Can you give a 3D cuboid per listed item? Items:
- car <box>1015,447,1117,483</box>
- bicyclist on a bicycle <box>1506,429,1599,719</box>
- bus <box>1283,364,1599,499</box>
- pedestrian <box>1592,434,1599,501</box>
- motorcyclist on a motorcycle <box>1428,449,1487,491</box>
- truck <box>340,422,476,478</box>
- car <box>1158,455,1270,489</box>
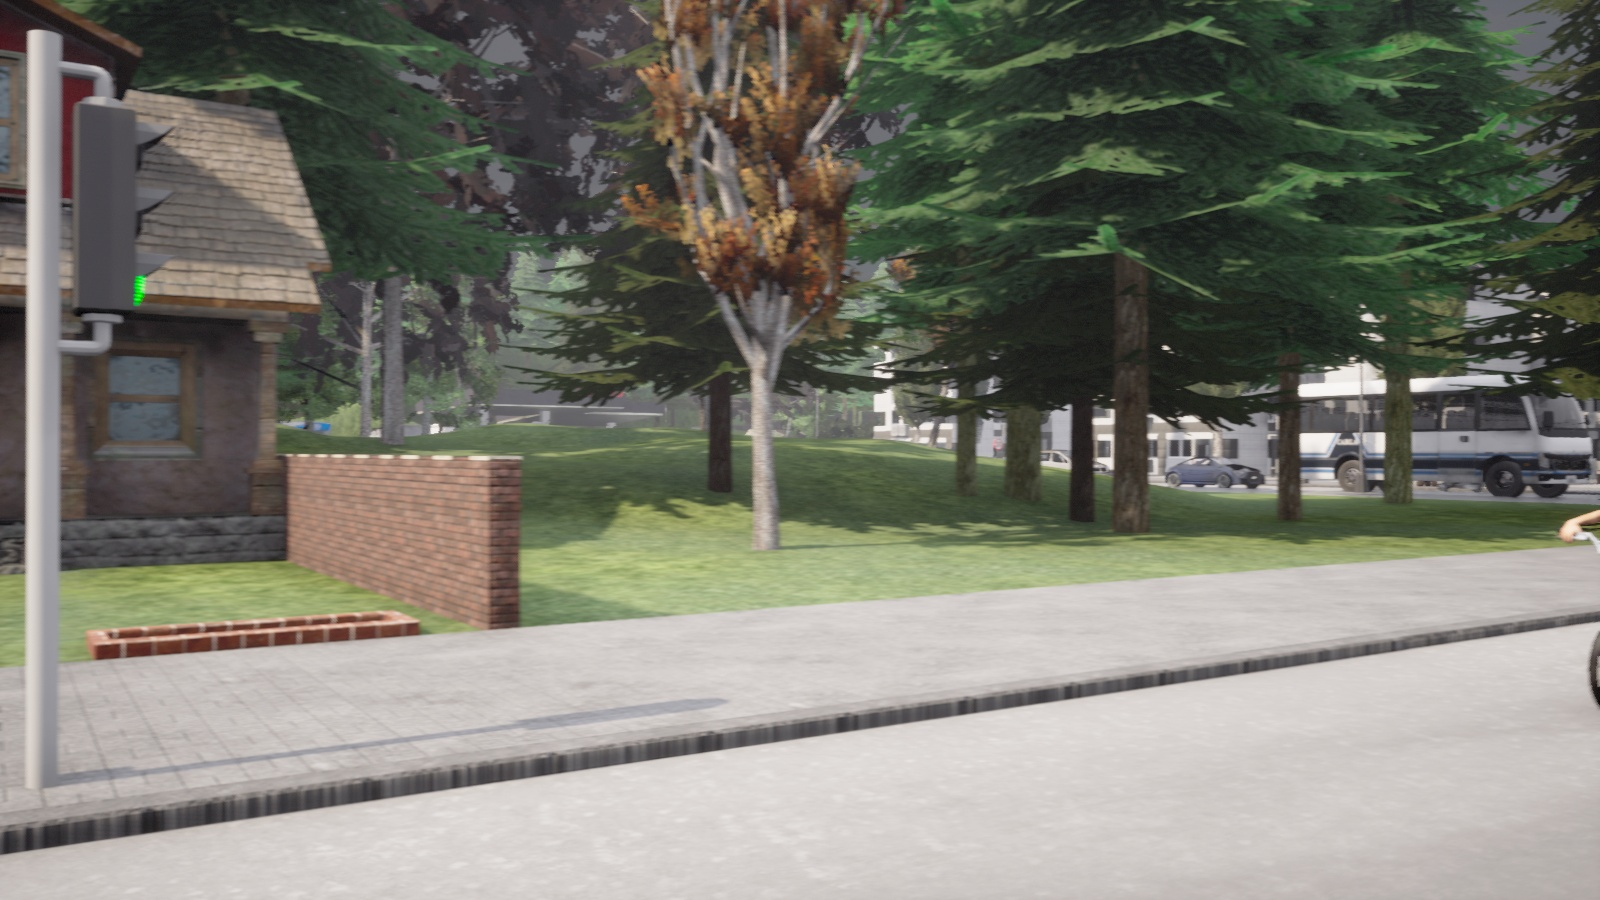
[{"bbox_3d":[12.818,0.695,60.737,2.242,1.667,4.611,0,0,-33],"label":"car"},{"bbox_3d":[5.031,0.688,7.448,1.509,1.612,0.866,0,0,-34],"label":"bicyclist on a bicycle"},{"bbox_3d":[23.024,-0.579,45.112,3.944,4.253,10.273,0,0,-31],"label":"bus"},{"bbox_3d":[22.848,0.486,35.300,0.563,1.883,0.849,0,0,-41],"label":"pedestrian"},{"bbox_3d":[25.450,0.754,48.623,0.866,1.590,1.817,0,0,-33],"label":"motorcyclist on a motorcycle"},{"bbox_3d":[-25.244,-0.014,81.025,7.936,3.462,2.891,0,0,-33],"label":"truck"},{"bbox_3d":[17.555,0.890,53.423,1.994,1.385,4.181,0,0,-33],"label":"car"}]
